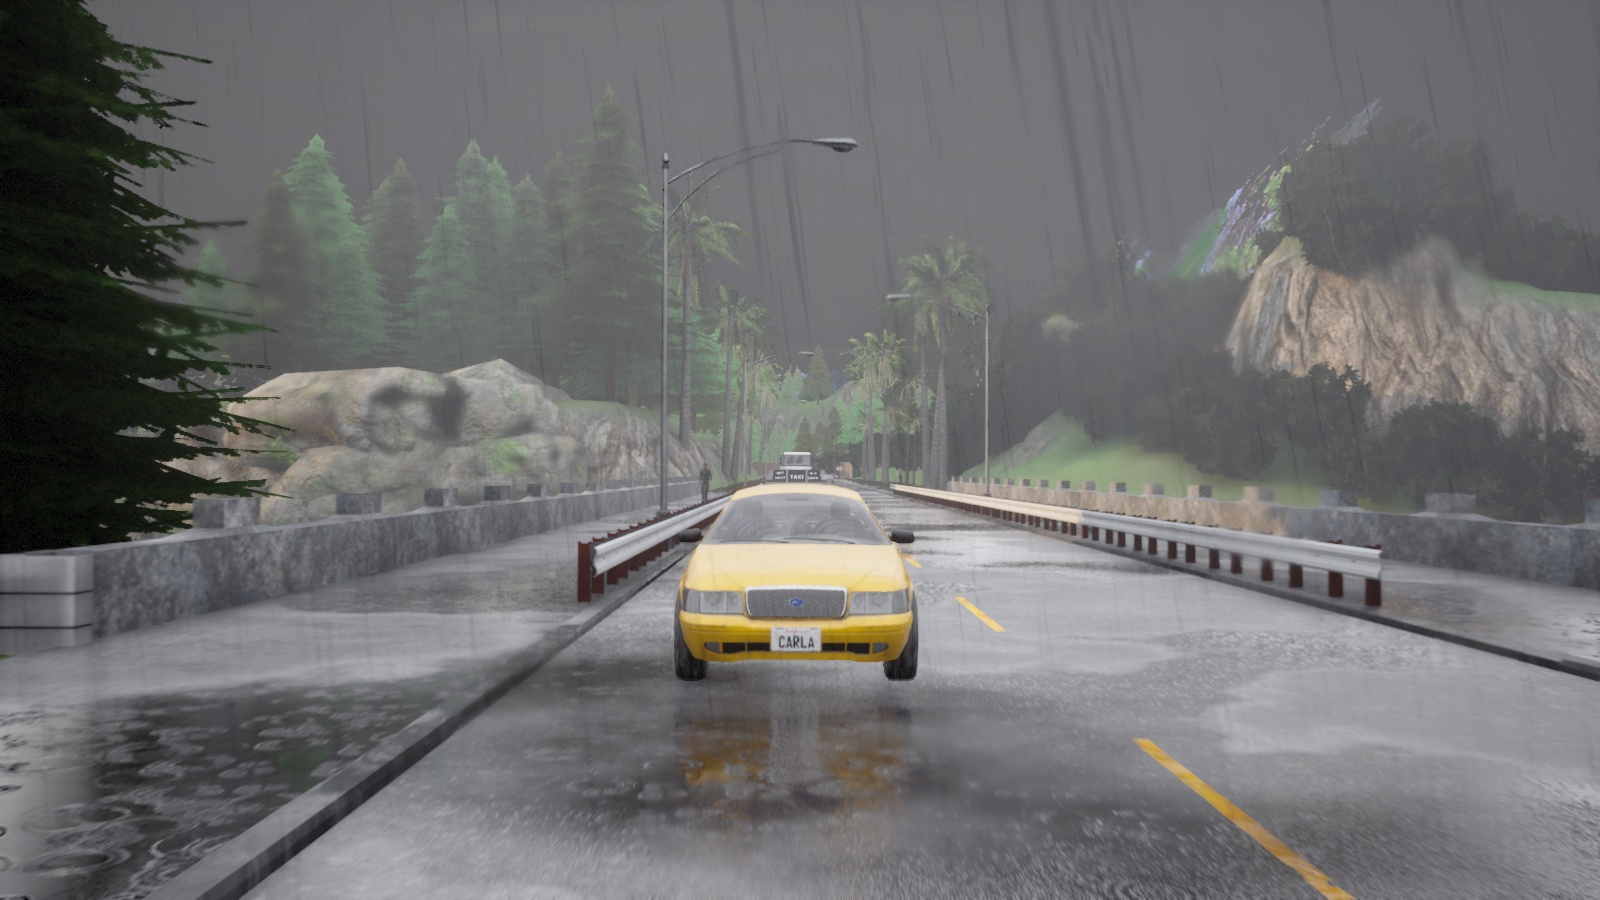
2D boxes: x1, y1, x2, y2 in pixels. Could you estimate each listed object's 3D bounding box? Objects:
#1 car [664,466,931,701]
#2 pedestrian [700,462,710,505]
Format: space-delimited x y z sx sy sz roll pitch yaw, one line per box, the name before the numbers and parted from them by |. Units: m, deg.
car | -0.024 0.939 11.171 1.801 1.575 5.366 0 -1 0
pedestrian | -4.131 1.456 54.649 0.353 1.847 0.614 0 -1 0
